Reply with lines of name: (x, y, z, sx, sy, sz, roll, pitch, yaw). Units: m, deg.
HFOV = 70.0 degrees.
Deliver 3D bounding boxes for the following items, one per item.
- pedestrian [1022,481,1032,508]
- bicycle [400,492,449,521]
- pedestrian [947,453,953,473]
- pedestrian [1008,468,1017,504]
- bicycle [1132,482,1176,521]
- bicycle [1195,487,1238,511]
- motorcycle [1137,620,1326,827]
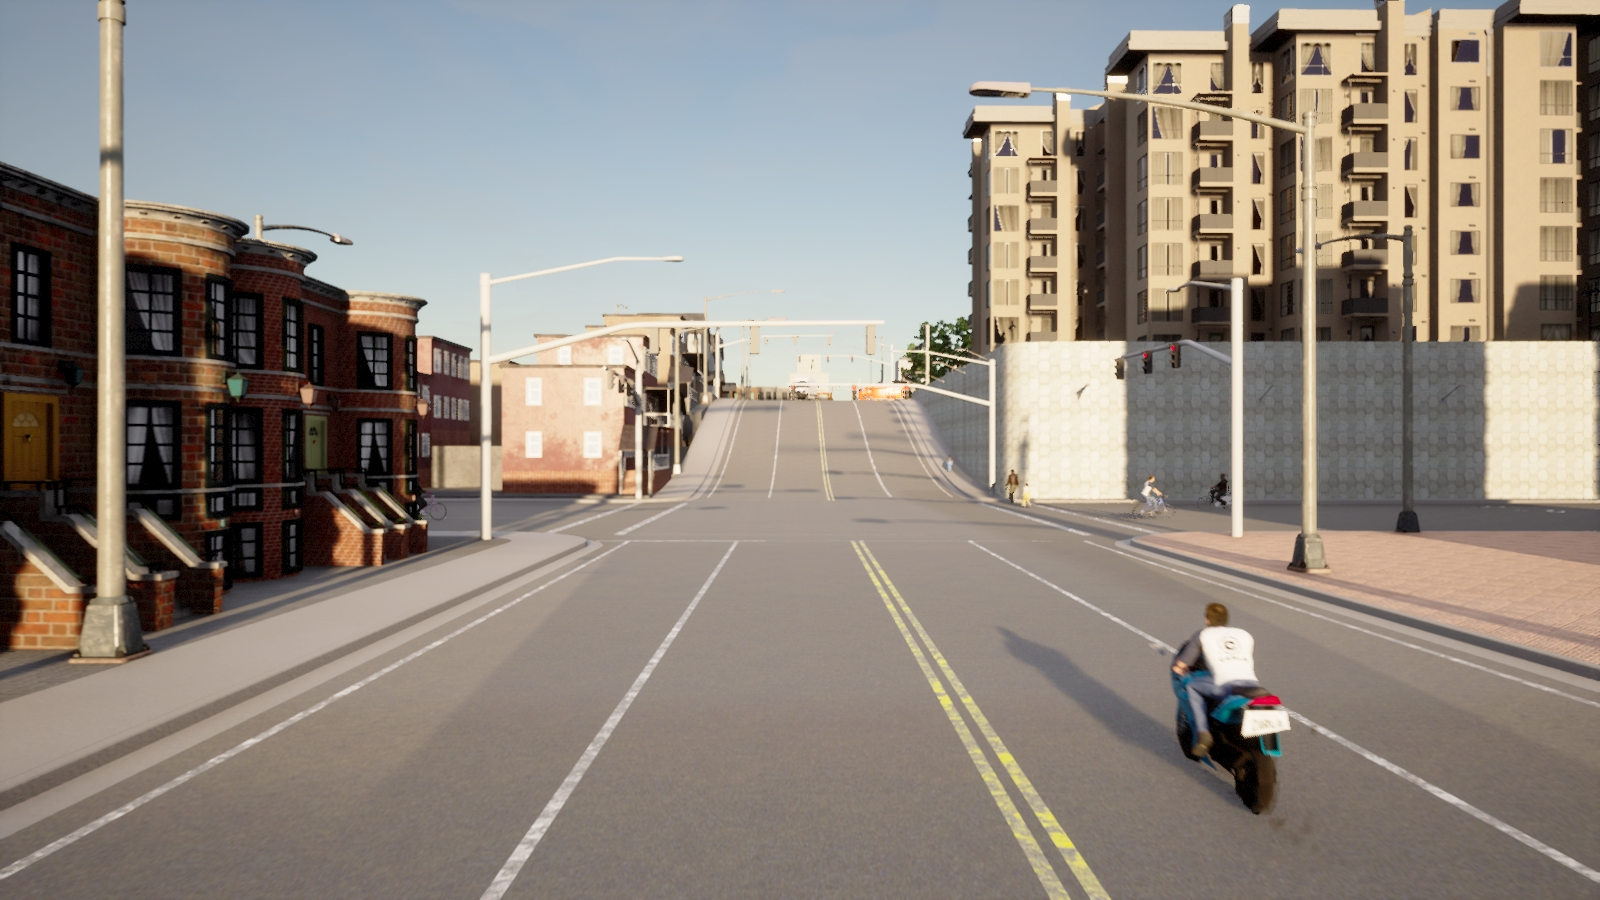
pedestrian: (11.024, 2.151, 55.481, 0.375, 1.300, 0.375, 0, 0, -10)
bicycle: (-15.032, 2.252, 45.737, 1.835, 1.126, 0.329, 0, 0, 0)
pedestrian: (10.140, 0.869, 77.308, 0.375, 1.300, 0.375, 0, 0, 1)
pedestrian: (11.074, 1.873, 59.512, 0.375, 1.860, 0.375, 0, 0, -5)
bicycle: (14.211, 2.062, 45.881, 1.643, 1.521, 0.373, 0, -1, 2)
bicycle: (19.189, 2.254, 52.618, 1.835, 1.126, 0.329, 0, 0, 0)
motorcycle: (3.498, 2.178, 9.482, 0.803, 1.224, 2.033, 0, 0, 0)
